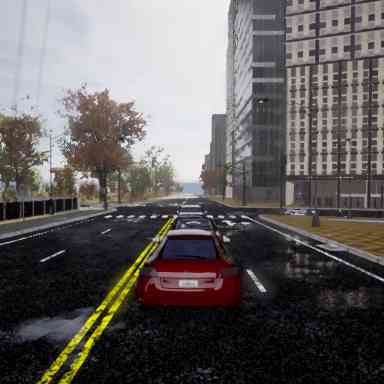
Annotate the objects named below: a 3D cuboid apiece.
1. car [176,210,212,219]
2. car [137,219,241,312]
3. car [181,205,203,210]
[{"bbox_3d":[0.074,1.597,13.043,1.895,1.301,4.718,0,0,0],"label":"car"},{"bbox_3d":[-0.023,1.561,7.795,1.994,1.385,4.181,0,0,1],"label":"car"},{"bbox_3d":[-0.008,1.544,21.283,2.033,1.411,5.357,0,0,0],"label":"car"}]
